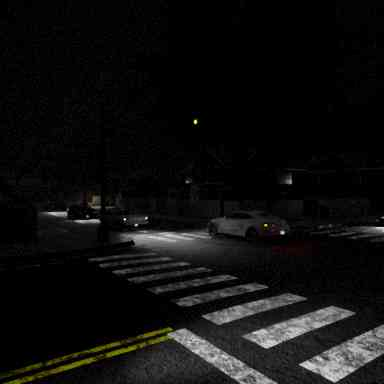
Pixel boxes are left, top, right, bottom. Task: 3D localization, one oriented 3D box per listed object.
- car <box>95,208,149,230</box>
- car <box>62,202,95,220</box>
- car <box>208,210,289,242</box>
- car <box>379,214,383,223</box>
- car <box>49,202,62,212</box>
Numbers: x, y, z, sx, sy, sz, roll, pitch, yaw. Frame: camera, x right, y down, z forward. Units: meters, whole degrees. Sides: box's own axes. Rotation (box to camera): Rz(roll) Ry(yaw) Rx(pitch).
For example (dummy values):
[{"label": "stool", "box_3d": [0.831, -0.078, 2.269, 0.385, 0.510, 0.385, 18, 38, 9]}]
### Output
[{"label": "car", "box_3d": [-4.704, 1.769, 22.591, 1.895, 1.301, 4.718, 0, 0, -34]}, {"label": "car", "box_3d": [-10.599, 1.791, 31.713, 2.033, 1.411, 5.357, 0, 0, -31]}, {"label": "car", "box_3d": [2.767, 1.624, 16.997, 1.812, 1.442, 4.674, 0, 0, -36]}, {"label": "car", "box_3d": [14.570, 1.511, 22.078, 5.357, 1.411, 2.033, 0, 0, -36]}, {"label": "car", "box_3d": [-18.158, 1.950, 45.049, 1.895, 1.301, 4.718, 0, 0, -27]}]
